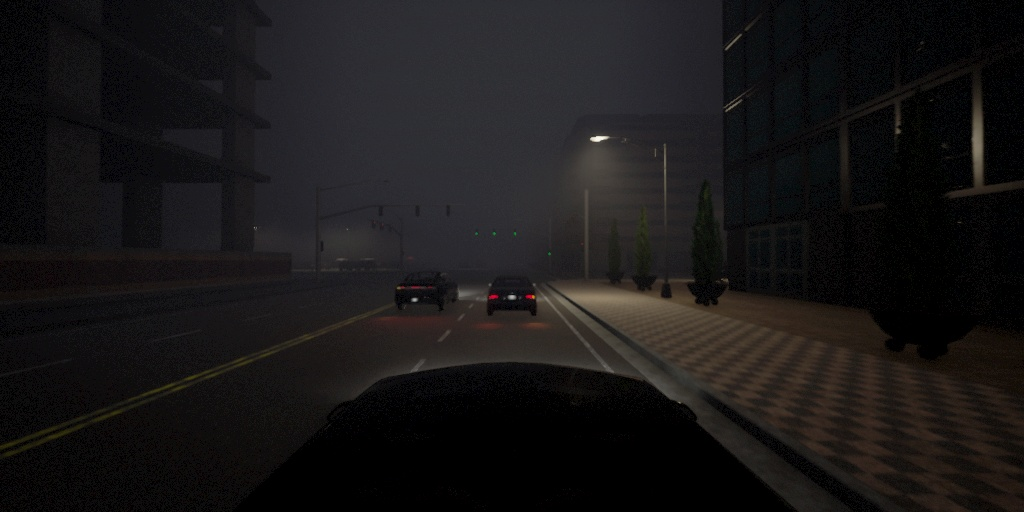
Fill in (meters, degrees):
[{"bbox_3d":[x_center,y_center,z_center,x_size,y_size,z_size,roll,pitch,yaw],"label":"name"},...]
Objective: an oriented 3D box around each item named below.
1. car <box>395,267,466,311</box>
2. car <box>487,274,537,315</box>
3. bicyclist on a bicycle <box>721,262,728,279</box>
[{"bbox_3d":[-3.487,1.388,15.325,2.128,1.511,4.902,0,0,0],"label":"car"},{"bbox_3d":[0.003,1.433,14.332,2.033,1.411,5.357,0,-1,0],"label":"car"},{"bbox_3d":[18.403,1.307,30.813,0.582,1.620,1.656,0,-1,0],"label":"bicyclist on a bicycle"}]
